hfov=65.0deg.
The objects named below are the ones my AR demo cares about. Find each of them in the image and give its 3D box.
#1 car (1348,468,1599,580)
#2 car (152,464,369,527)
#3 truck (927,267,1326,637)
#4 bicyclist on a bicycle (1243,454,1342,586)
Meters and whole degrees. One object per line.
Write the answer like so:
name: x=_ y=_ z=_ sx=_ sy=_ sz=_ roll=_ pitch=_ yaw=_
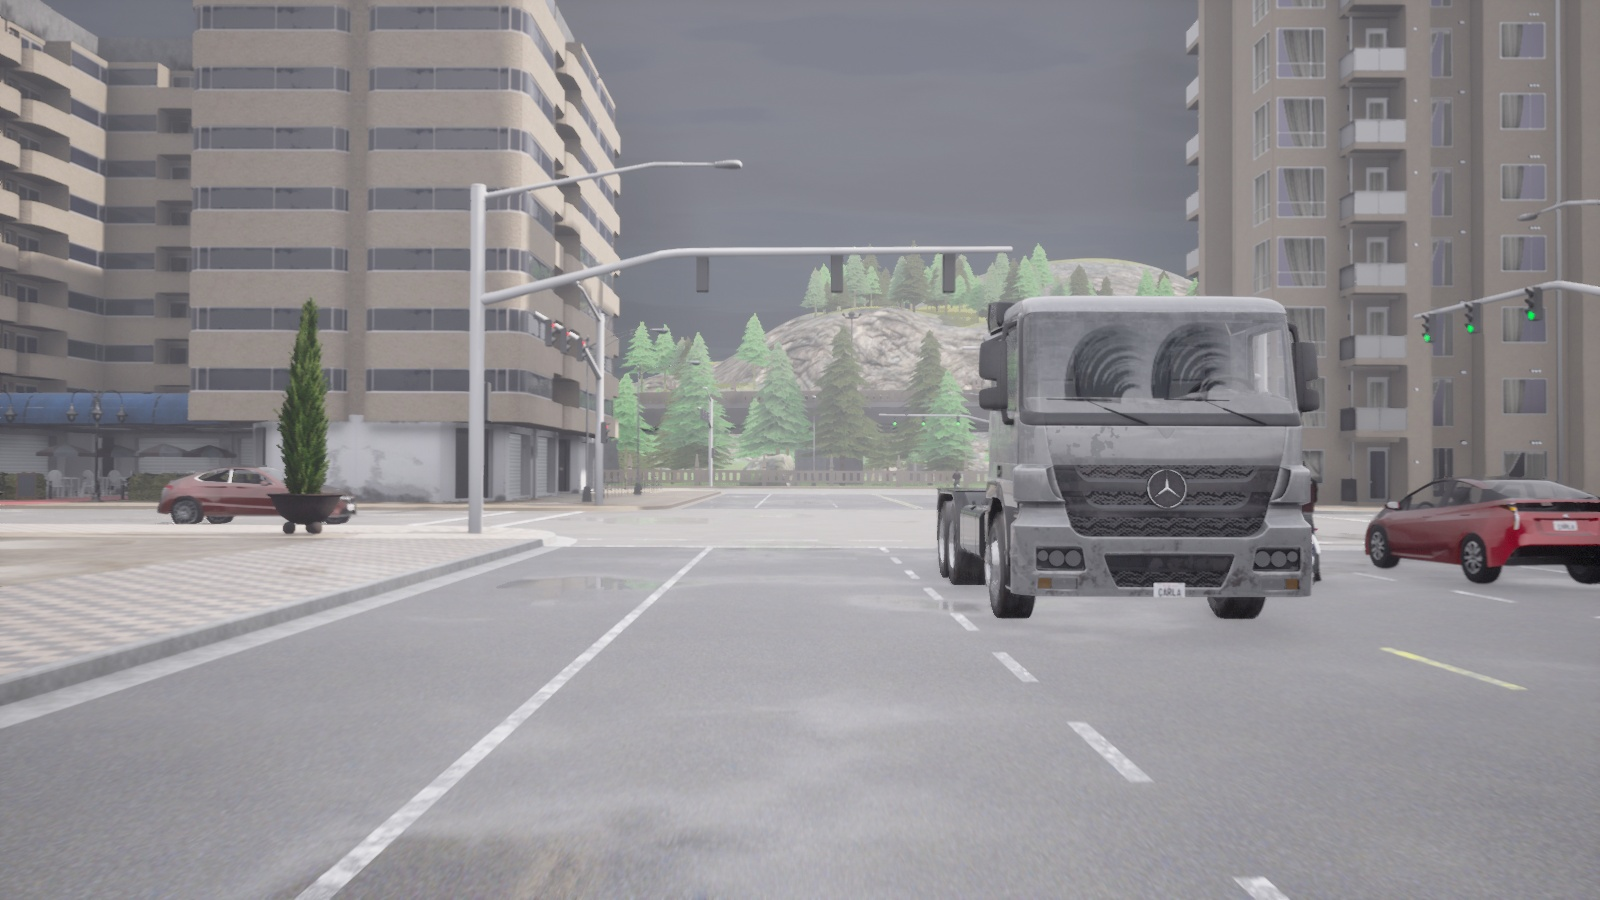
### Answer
car: x=10.455 y=1.044 z=19.352 sx=2.007 sy=1.525 sz=4.514 roll=0 pitch=-1 yaw=0
car: x=-14.723 y=1.230 z=34.479 sx=5.027 sy=1.651 sz=2.152 roll=0 pitch=-1 yaw=1
truck: x=3.459 y=0.083 z=15.752 sx=2.891 sy=3.462 sz=7.936 roll=0 pitch=-1 yaw=0
bicyclist on a bicycle: x=6.958 y=0.956 z=17.841 sx=0.659 sy=1.776 sz=1.843 roll=0 pitch=-1 yaw=0
